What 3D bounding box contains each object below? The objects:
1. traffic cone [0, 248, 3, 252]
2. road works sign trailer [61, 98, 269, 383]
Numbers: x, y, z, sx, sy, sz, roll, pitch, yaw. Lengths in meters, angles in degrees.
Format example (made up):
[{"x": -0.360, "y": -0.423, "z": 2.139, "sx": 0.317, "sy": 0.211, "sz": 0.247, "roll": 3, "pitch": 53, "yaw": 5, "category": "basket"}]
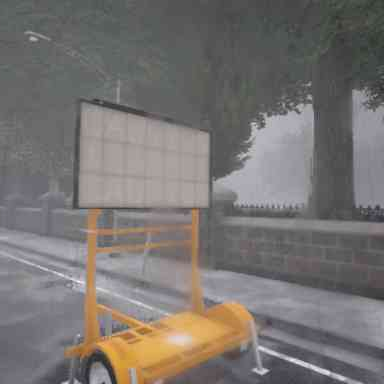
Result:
[{"x": -8.812, "y": 2.421, "z": 15.109, "sx": 0.340, "sy": 0.580, "sz": 0.340, "roll": -1, "pitch": -3, "yaw": 45, "category": "traffic cone"}, {"x": -0.710, "y": 0.653, "z": 4.858, "sx": 2.880, "sy": 3.560, "sz": 2.380, "roll": -1, "pitch": -3, "yaw": 45, "category": "road works sign trailer"}]
